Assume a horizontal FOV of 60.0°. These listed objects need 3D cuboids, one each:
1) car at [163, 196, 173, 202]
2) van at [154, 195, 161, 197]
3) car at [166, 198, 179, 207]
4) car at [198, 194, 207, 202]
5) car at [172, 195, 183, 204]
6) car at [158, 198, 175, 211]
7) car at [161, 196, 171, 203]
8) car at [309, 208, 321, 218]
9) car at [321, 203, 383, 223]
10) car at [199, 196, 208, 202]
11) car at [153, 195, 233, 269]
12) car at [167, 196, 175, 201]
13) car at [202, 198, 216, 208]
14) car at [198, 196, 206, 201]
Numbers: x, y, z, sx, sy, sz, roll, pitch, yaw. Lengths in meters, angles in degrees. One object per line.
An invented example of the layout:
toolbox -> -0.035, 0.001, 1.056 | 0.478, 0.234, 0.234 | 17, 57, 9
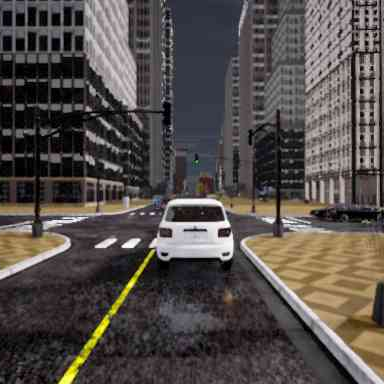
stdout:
car -> -5.690, 1.682, 79.431 | 2.008, 1.369, 4.403 | 0, 0, 0
van -> -5.771, 1.437, 57.276 | 1.690, 1.788, 3.998 | 0, 0, 0
car -> -3.158, 1.694, 55.226 | 1.895, 1.301, 4.718 | 0, 0, 1
car -> 2.712, 1.455, 84.942 | 2.192, 1.841, 5.009 | 0, 0, 0
car -> -3.036, 1.472, 70.165 | 2.097, 1.767, 4.553 | 0, 0, 0
car -> -3.226, 1.599, 43.040 | 1.812, 1.442, 4.674 | 0, 0, 0
car -> -5.710, 1.689, 73.893 | 1.947, 1.339, 4.313 | 0, 0, 0
car -> 13.586, 1.731, 30.342 | 5.357, 1.411, 2.033 | 0, 0, -1
car -> 13.482, 1.763, 27.079 | 4.718, 1.301, 1.895 | 0, 0, -2
car -> 2.691, 1.676, 79.401 | 1.887, 1.381, 4.507 | 0, 0, 0
car -> 0.115, 1.242, 11.316 | 2.150, 2.045, 5.566 | 0, 0, 1
car -> -5.648, 1.730, 90.511 | 1.802, 1.307, 4.206 | 0, 0, 0
car -> 2.611, 1.632, 51.708 | 1.887, 1.381, 4.507 | 0, 0, 0
car -> 2.732, 1.714, 90.481 | 1.947, 1.339, 4.313 | 0, 0, 0
